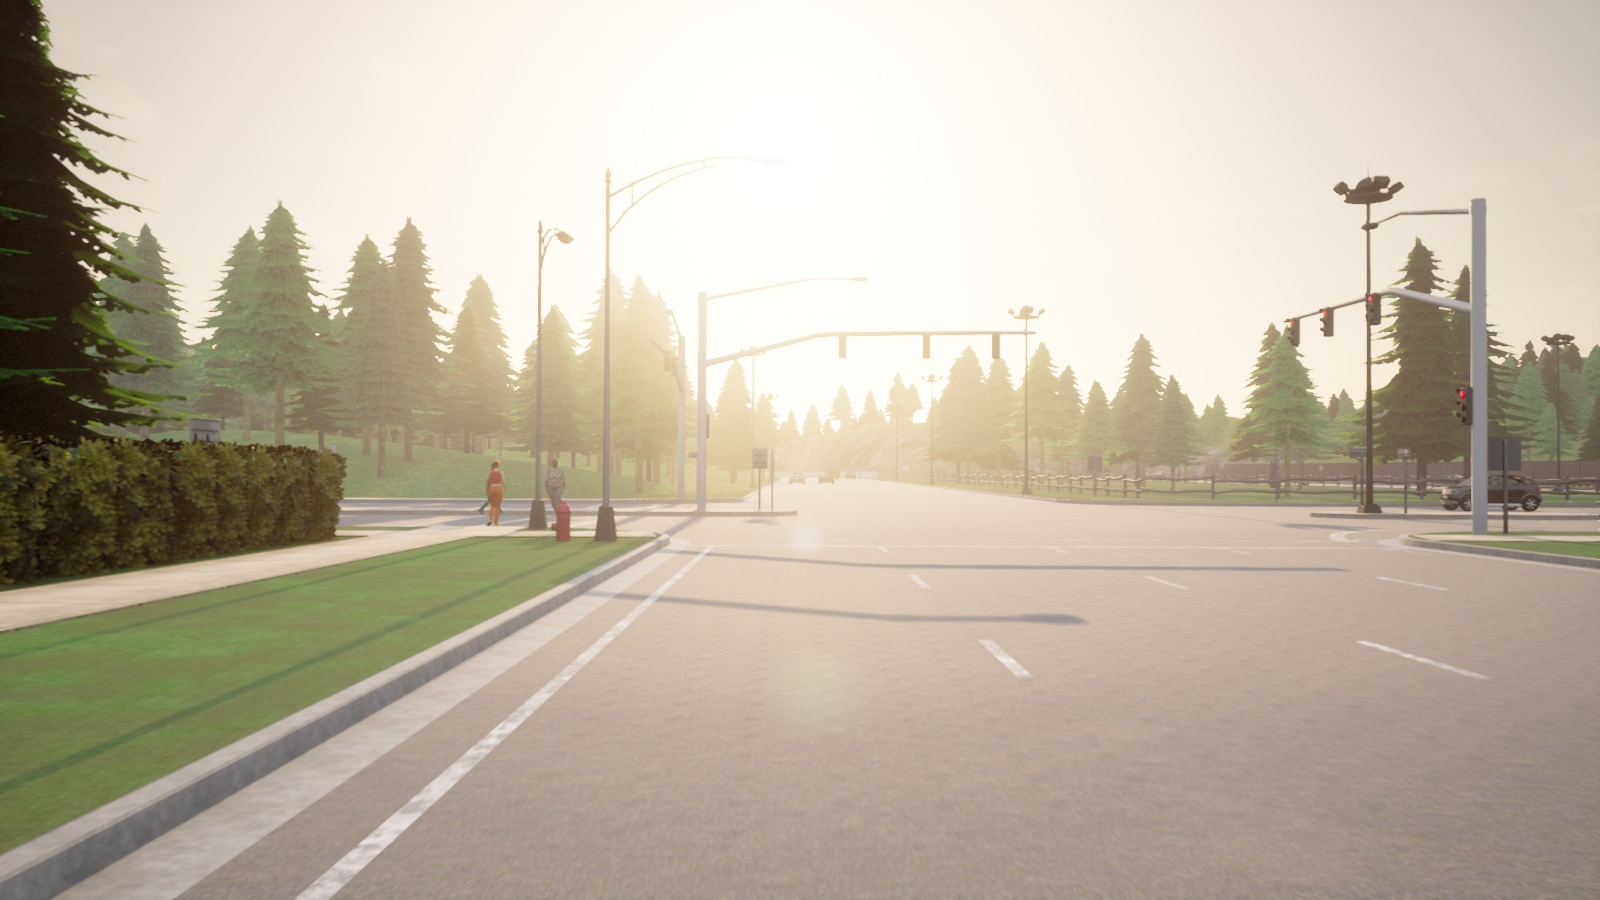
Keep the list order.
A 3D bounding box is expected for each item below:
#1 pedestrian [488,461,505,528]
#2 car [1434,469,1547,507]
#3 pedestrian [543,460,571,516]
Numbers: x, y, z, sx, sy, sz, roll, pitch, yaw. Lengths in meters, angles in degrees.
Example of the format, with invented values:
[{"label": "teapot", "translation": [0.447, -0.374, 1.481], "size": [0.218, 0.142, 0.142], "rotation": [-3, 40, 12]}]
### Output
[{"label": "pedestrian", "translation": [-8.322, 1.214, 34.465], "size": [0.345, 1.836, 0.594], "rotation": [0, -1, -1]}, {"label": "car", "translation": [28.716, 1.555, 52.334], "size": [3.705, 1.549, 1.789], "rotation": [0, -1, 0]}, {"label": "pedestrian", "translation": [-8.129, 1.274, 42.030], "size": [0.874, 1.855, 0.900], "rotation": [0, -1, -14]}]
